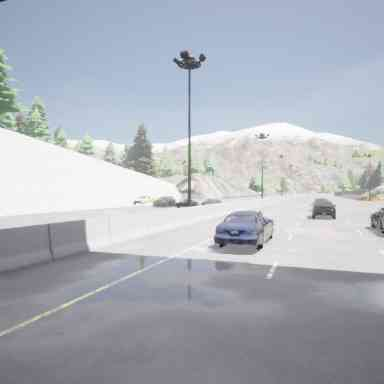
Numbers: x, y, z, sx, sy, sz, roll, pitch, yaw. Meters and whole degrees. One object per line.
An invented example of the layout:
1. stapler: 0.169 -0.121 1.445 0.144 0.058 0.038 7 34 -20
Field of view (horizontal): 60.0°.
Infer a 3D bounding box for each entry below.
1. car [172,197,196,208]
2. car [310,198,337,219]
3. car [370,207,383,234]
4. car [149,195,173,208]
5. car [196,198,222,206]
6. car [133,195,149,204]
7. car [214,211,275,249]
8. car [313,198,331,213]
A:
1. car: -0.699 1.601 46.849 1.895 1.301 4.718 0 0 20
2. car: 11.607 1.504 29.369 1.837 1.490 4.892 0 0 20
3. car: 11.459 1.547 18.877 2.033 1.411 5.357 0 0 20
4. car: -3.933 1.350 48.194 2.097 1.767 4.553 0 0 20
5. car: 2.792 1.560 46.187 2.033 1.411 5.357 0 0 20
6. car: -7.056 1.195 49.828 1.882 1.535 5.008 0 0 20
7. car: 2.462 1.547 14.726 2.033 1.411 5.357 0 0 20
8. car: 15.134 1.505 38.910 1.837 1.490 4.892 0 0 20
